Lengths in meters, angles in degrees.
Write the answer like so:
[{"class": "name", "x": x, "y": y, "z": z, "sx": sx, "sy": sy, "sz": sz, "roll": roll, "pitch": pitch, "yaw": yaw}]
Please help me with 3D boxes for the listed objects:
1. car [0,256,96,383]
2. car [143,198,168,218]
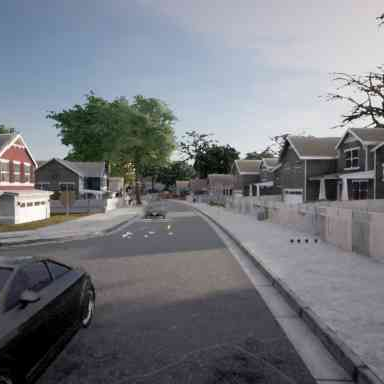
[{"class": "car", "x": -2.674, "y": 1.565, "z": 4.130, "sx": 1.994, "sy": 1.385, "sz": 4.181, "roll": 0, "pitch": 0, "yaw": 1}, {"class": "car", "x": -3.276, "y": 1.587, "z": 30.286, "sx": 1.837, "sy": 1.490, "sz": 4.892, "roll": 0, "pitch": 0, "yaw": -3}]
